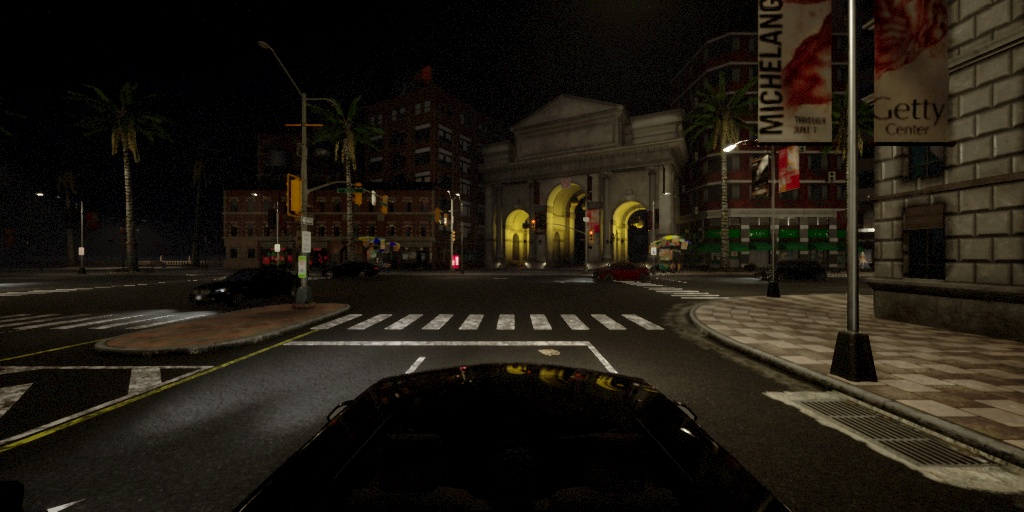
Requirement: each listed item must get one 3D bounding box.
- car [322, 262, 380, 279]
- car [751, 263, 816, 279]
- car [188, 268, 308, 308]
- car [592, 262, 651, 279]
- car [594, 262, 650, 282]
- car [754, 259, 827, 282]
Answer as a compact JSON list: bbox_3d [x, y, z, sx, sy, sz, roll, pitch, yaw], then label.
[{"bbox_3d":[-14.369,1.255,32.014,4.892,1.490,1.837,0,0,0],"label":"car"},{"bbox_3d":[23.963,1.314,31.738,4.181,1.385,1.994,0,0,1],"label":"car"},{"bbox_3d":[-11.148,1.276,15.603,1.812,1.442,4.674,-1,0,13],"label":"car"},{"bbox_3d":[9.654,1.275,31.864,4.674,1.442,1.812,0,0,0],"label":"car"},{"bbox_3d":[8.671,1.315,28.369,4.181,1.385,1.994,0,0,0],"label":"car"},{"bbox_3d":[21.853,1.102,28.263,4.553,1.767,2.097,0,0,1],"label":"car"}]
